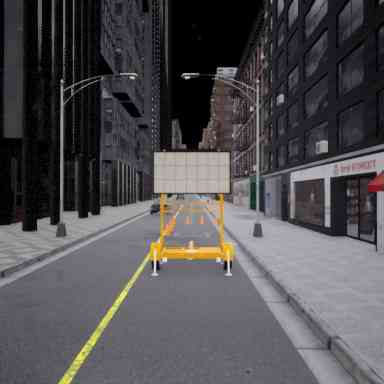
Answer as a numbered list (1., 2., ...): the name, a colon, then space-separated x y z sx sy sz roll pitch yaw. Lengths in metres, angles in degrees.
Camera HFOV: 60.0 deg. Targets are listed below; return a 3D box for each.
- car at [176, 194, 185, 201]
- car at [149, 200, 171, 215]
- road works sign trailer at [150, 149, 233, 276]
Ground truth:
1. car: -3.067 1.250 90.252 2.150 2.045 5.566 0 0 0
2. car: -3.126 1.559 33.782 2.033 1.411 5.357 0 0 0
3. road works sign trailer: -0.006 0.466 10.360 2.380 3.560 2.880 0 0 0
